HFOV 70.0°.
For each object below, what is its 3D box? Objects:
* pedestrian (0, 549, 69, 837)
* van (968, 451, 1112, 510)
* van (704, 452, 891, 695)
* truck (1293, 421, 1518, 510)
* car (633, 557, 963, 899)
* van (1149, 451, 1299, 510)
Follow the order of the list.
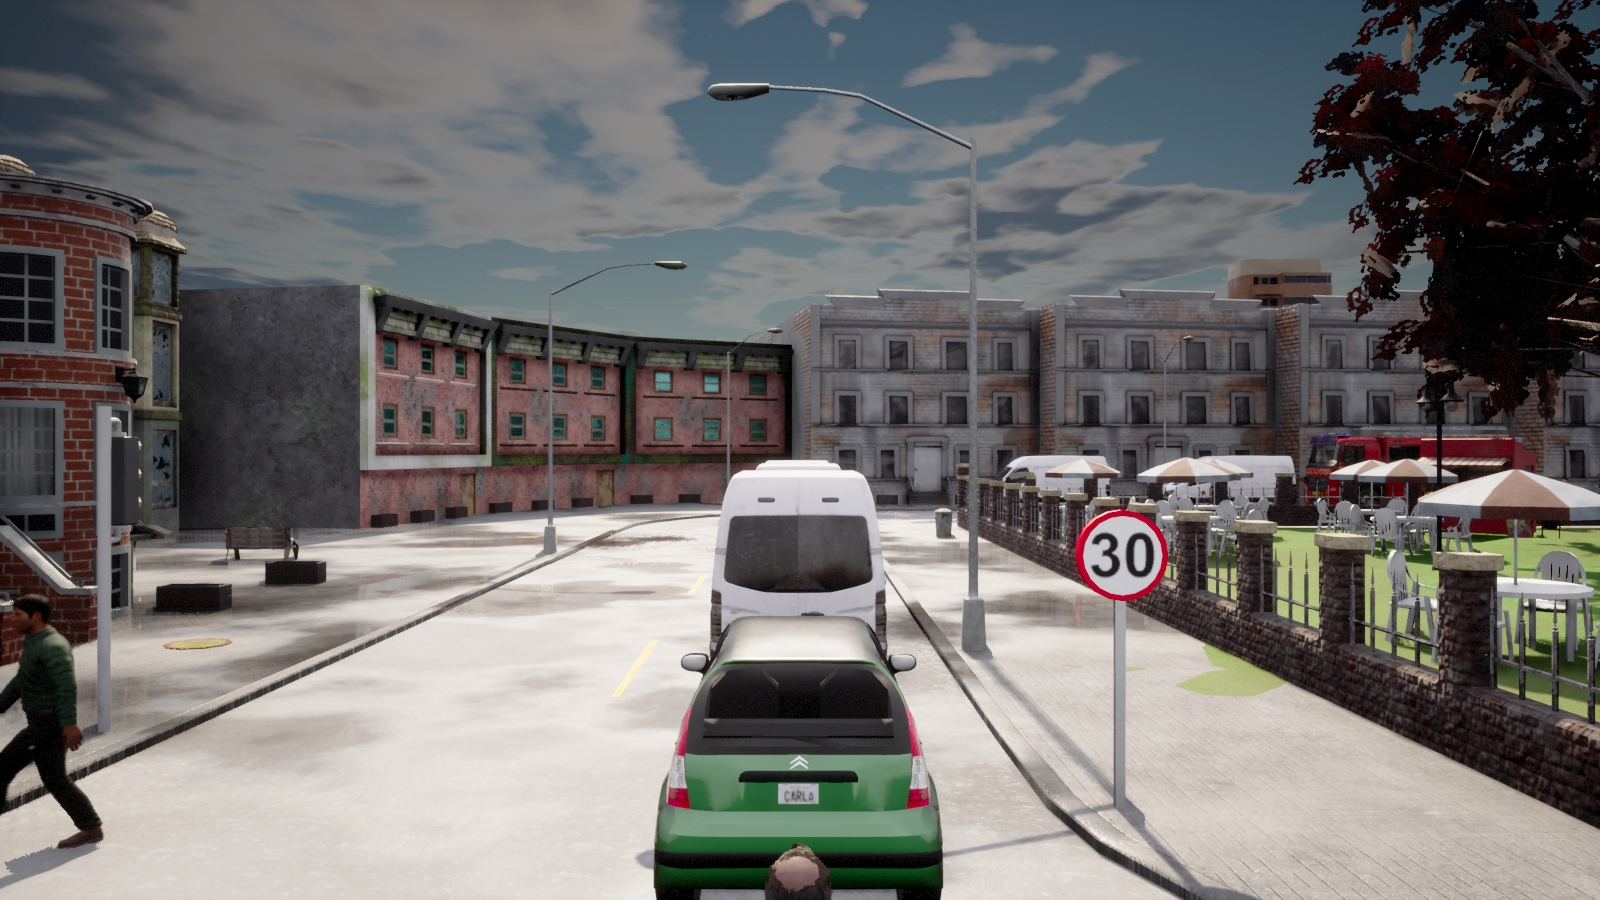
[{"bbox_3d":[-5.248,1.629,7.820,0.375,1.860,0.375,0,0,-38],"label":"pedestrian"},{"bbox_3d":[10.532,1.315,50.429,5.915,2.561,1.988,0,0,0],"label":"van"},{"bbox_3d":[-0.025,1.315,15.105,1.988,2.561,5.915,0,0,0],"label":"van"},{"bbox_3d":[26.739,0.670,50.713,8.468,3.827,2.891,0,0,0],"label":"truck"},{"bbox_3d":[-0.015,1.779,8.404,1.851,1.617,3.988,0,0,0],"label":"car"},{"bbox_3d":[18.656,1.314,50.452,5.915,2.561,1.988,0,0,0],"label":"van"}]
